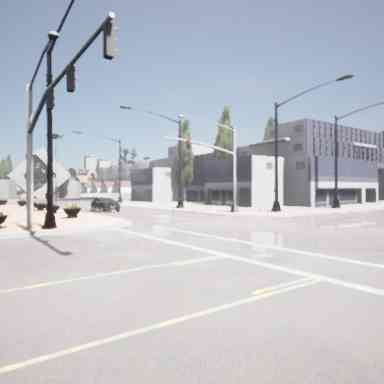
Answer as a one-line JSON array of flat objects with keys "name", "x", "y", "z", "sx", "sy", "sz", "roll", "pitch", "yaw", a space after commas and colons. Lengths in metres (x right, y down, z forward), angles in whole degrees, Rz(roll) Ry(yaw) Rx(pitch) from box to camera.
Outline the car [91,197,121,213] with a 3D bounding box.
[{"name": "car", "x": -9.013, "y": 1.255, "z": 34.446, "sx": 1.837, "sy": 1.490, "sz": 4.892, "roll": 0, "pitch": 1, "yaw": -35}]
